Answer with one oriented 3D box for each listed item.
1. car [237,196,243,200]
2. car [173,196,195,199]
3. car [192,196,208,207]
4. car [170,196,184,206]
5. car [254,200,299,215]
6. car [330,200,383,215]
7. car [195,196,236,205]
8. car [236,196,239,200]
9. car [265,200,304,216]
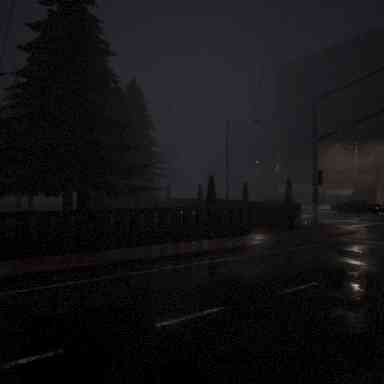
[{"bbox_3d":[7.989,1.470,57.054,1.812,1.442,4.674,0,0,-1],"label":"car"},{"bbox_3d":[-1.218,1.470,46.289,1.812,1.442,4.674,0,0,-14],"label":"car"},{"bbox_3d":[1.211,1.422,52.387,1.882,1.535,5.008,0,0,-6],"label":"car"},{"bbox_3d":[-2.558,1.435,56.518,2.128,1.511,4.902,0,0,0],"label":"car"},{"bbox_3d":[8.454,1.509,33.455,1.994,1.385,4.181,0,0,-32],"label":"car"},{"bbox_3d":[16.456,1.492,33.011,2.033,1.411,5.357,0,0,-27],"label":"car"},{"bbox_3d":[2.495,1.470,36.817,1.812,1.442,4.674,0,0,-28],"label":"car"},{"bbox_3d":[3.669,1.545,42.247,1.895,1.301,4.718,0,0,-20],"label":"car"},{"bbox_3d":[7.286,1.422,28.808,1.882,1.535,5.008,0,0,-33],"label":"car"}]
